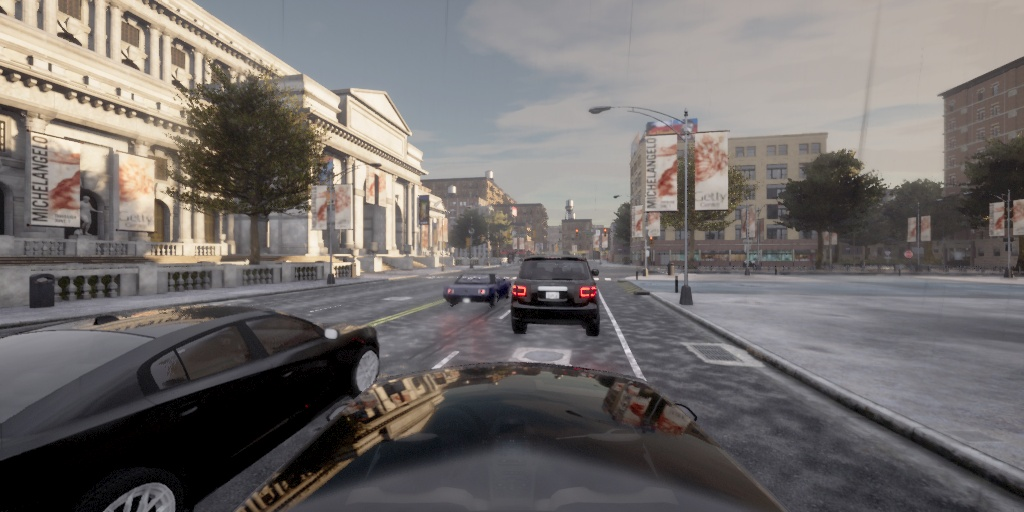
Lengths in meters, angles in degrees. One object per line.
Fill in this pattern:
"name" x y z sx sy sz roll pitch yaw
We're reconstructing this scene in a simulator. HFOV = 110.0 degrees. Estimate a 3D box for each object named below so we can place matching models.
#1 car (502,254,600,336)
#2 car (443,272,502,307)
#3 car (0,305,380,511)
"car" 1.382 0.971 10.644 2.150 2.045 5.566 0 0 10
"car" -1.266 1.351 15.453 1.895 1.301 4.718 0 0 11
"car" -3.082 1.228 3.587 1.882 1.535 5.008 0 0 4
